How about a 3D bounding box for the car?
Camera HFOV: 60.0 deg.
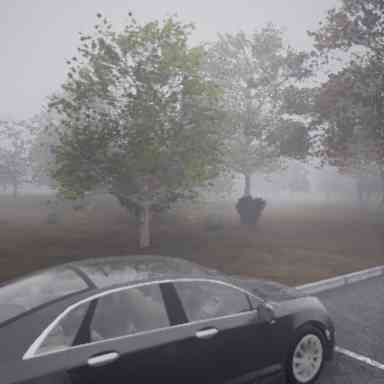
[{"bbox_3d":[-0.381,1.501,3.786,4.892,1.521,2.231,1,-1,-33],"label":"car"}]
